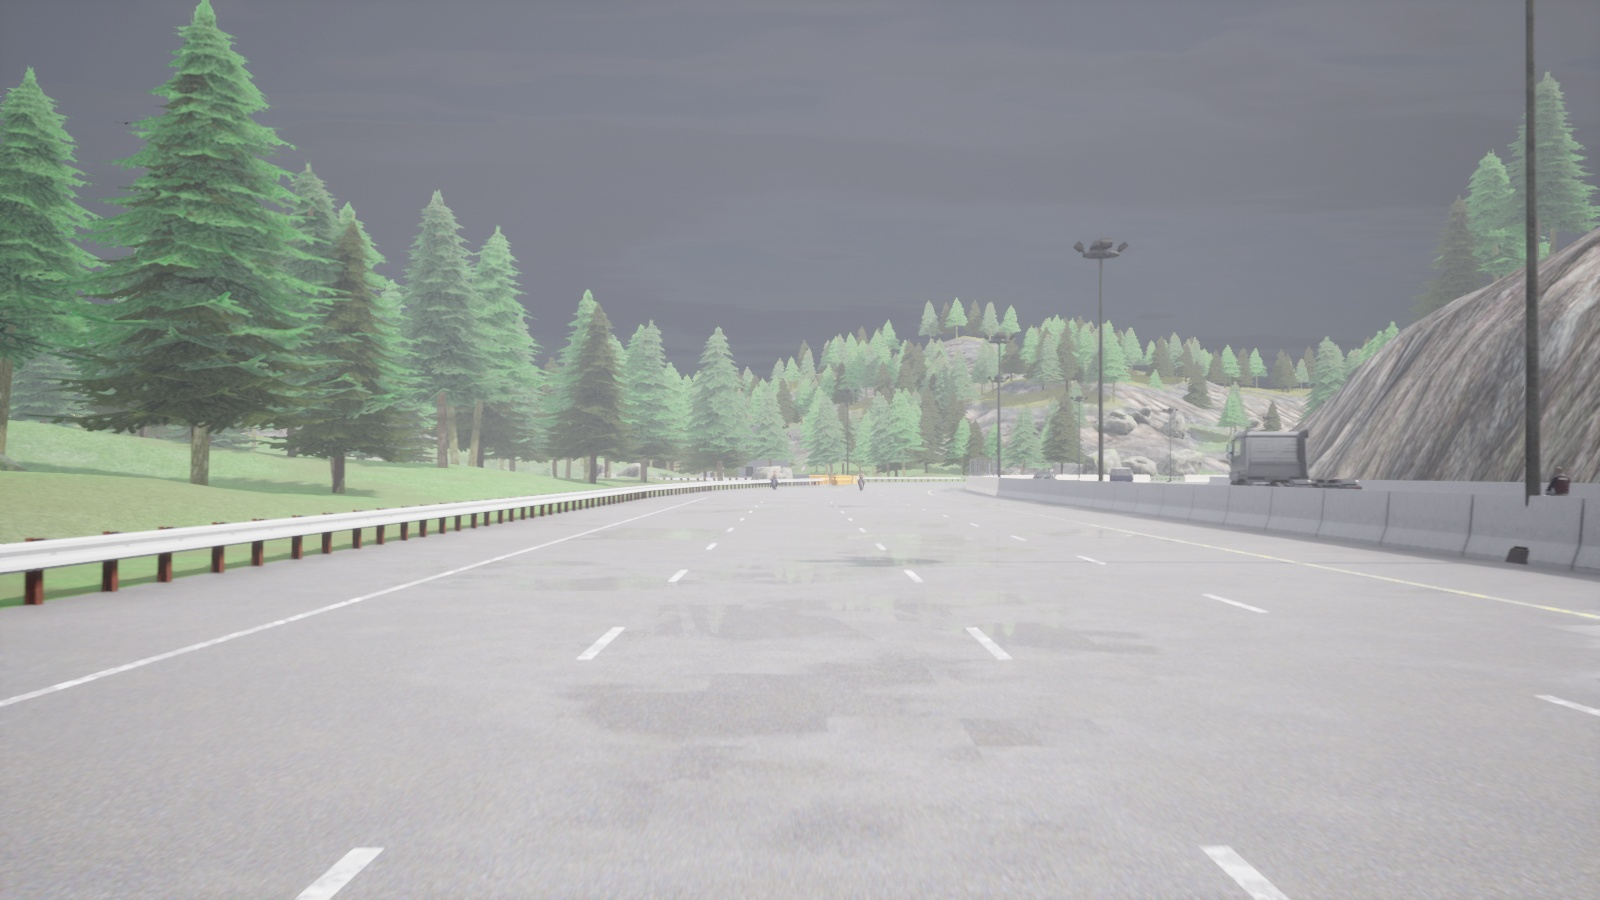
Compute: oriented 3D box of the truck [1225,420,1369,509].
[{"bbox_3d":[20.867,0.641,53.282,2.891,3.462,7.936,0,-1,0],"label":"truck"}]
